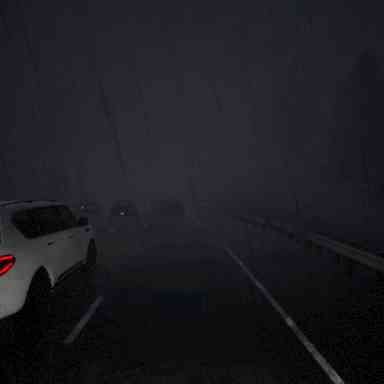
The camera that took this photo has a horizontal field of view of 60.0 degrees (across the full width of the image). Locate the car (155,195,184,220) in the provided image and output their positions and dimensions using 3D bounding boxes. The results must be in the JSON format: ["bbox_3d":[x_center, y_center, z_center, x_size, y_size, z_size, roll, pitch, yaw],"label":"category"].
[{"bbox_3d":[-1.708,1.262,25.952,1.882,1.535,5.008,0,0,-7],"label":"car"}]

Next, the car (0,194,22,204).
[{"bbox_3d":[-28.706,1.081,52.597,2.128,1.511,4.902,0,1,-15],"label":"car"}]

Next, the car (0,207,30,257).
[{"bbox_3d":[-7.321,1.394,10.799,1.882,1.535,5.008,0,0,-3],"label":"car"}]

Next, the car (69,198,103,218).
[{"bbox_3d":[-9.190,1.312,29.282,2.033,1.411,5.357,0,0,-8],"label":"car"}]

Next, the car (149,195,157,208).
[{"bbox_3d":[-4.158,1.140,40.924,1.882,1.535,5.008,0,1,-11],"label":"car"}]

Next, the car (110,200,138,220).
[{"bbox_3d":[-5.183,1.316,25.634,1.812,1.442,4.674,0,0,-7],"label":"car"}]

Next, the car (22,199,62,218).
[{"bbox_3d":[-12.610,1.340,28.259,1.994,1.385,4.181,0,0,-8],"label":"car"}]

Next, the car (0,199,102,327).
[{"bbox_3d":[-3.631,1.166,7.006,2.150,2.045,5.566,0,0,-2],"label":"car"}]
